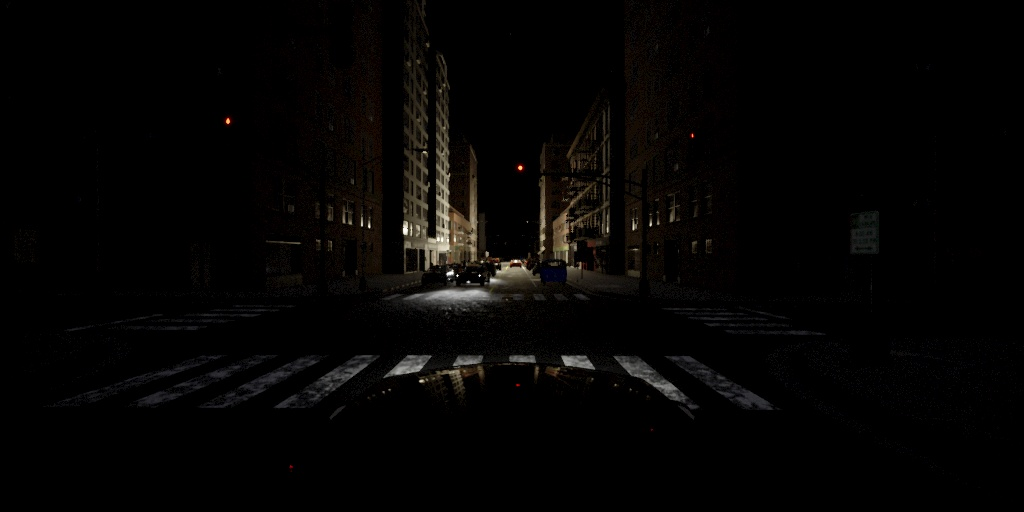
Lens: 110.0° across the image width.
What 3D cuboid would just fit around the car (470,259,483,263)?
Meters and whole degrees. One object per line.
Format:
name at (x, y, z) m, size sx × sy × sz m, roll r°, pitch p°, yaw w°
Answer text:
car at (-4.968, 1.269, 47.997) m, size 1.751 × 1.417 × 4.829 m, roll 0°, pitch 0°, yaw 1°

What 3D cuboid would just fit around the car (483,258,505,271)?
car at (-2.415, 1.307, 47.909) m, size 1.994 × 1.385 × 4.181 m, roll 0°, pitch 0°, yaw 1°

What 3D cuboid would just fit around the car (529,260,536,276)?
car at (2.954, 1.329, 36.736) m, size 1.802 × 1.307 × 4.207 m, roll 0°, pitch 0°, yaw 1°

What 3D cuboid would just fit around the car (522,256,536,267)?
car at (3.110, 1.054, 53.781) m, size 2.192 × 1.841 × 5.009 m, roll 0°, pitch 0°, yaw 1°

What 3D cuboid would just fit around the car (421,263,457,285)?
car at (-5.175, 1.299, 25.440) m, size 2.007 × 1.370 × 4.403 m, roll 0°, pitch 0°, yaw 1°

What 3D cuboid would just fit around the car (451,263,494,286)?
car at (-2.649, 1.349, 25.147) m, size 1.895 × 1.301 × 4.718 m, roll 0°, pitch 0°, yaw 4°

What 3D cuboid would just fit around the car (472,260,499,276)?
car at (-2.544, 1.349, 35.158) m, size 1.895 × 1.301 × 4.718 m, roll 0°, pitch 0°, yaw 1°

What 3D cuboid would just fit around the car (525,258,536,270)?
car at (3.058, 1.325, 48.099) m, size 1.802 × 1.307 × 4.207 m, roll 0°, pitch 0°, yaw 1°

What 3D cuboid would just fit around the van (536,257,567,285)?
van at (2.850, 1.089, 25.375) m, size 1.690 × 1.789 × 3.998 m, roll 0°, pitch 0°, yaw 1°

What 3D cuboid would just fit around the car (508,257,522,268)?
car at (0.626, 1.336, 59.057) m, size 1.895 × 1.301 × 4.718 m, roll 0°, pitch 0°, yaw 1°
